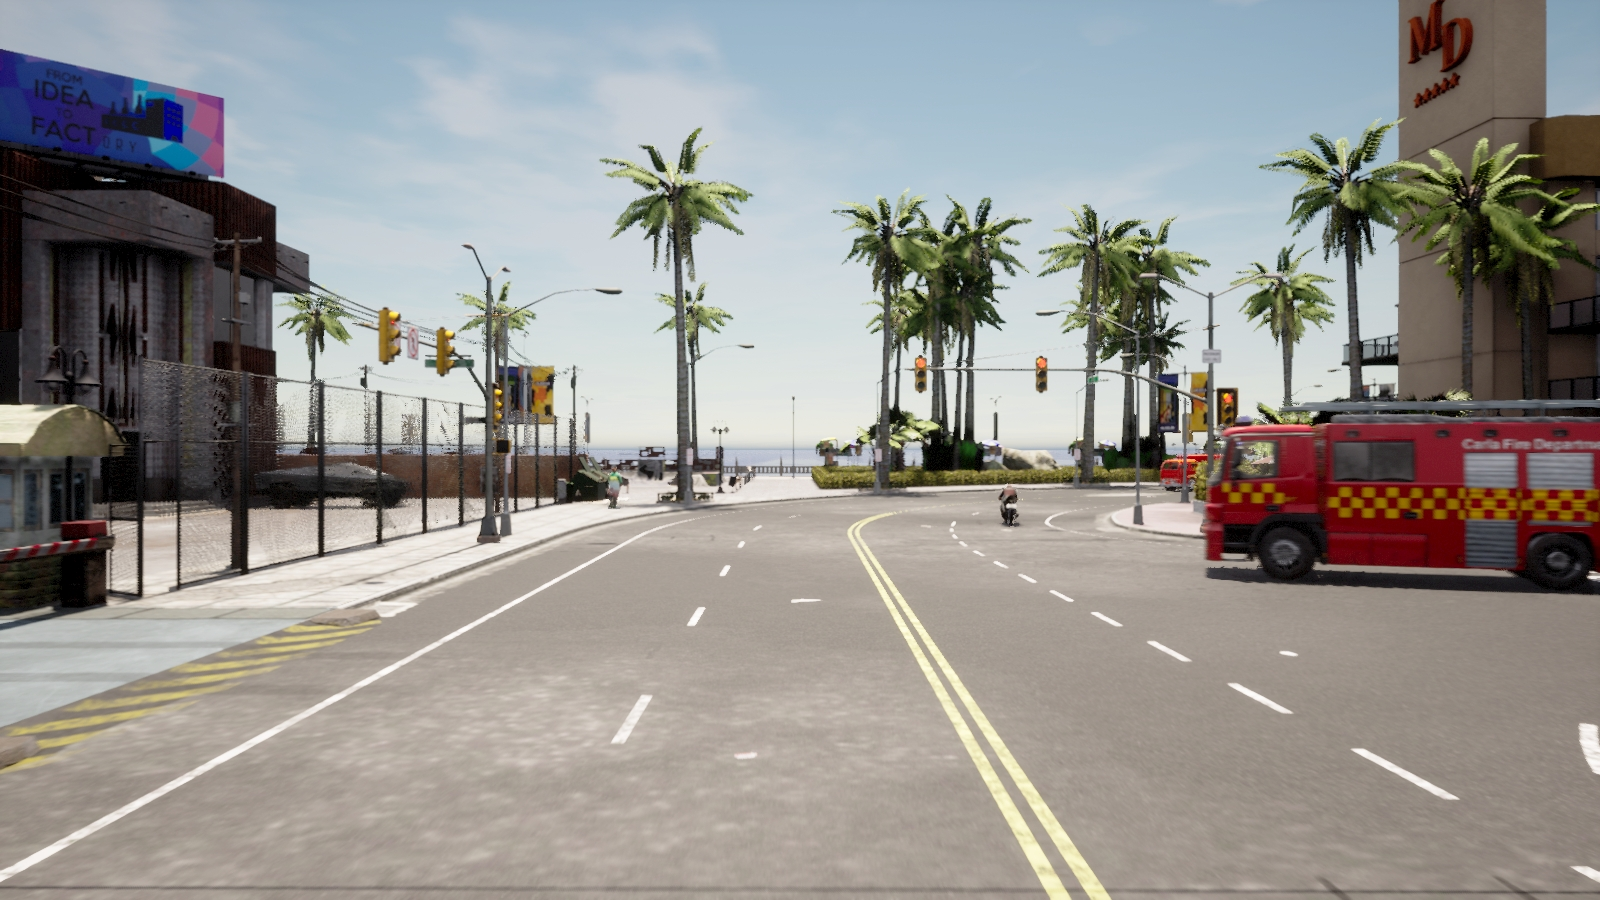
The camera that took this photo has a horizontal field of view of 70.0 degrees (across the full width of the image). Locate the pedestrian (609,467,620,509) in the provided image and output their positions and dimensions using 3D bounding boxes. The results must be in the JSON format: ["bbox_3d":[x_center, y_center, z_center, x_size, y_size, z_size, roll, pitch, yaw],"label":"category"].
[{"bbox_3d":[-8.338,1.696,51.342,0.375,1.860,0.375,0,0,6],"label":"pedestrian"}]

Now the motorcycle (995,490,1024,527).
[{"bbox_3d":[7.917,2.205,43.270,0.867,1.251,2.209,1,0,6],"label":"motorcycle"}]

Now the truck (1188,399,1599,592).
[{"bbox_3d":[13.039,0.891,25.139,8.468,3.827,2.891,0,0,20],"label":"truck"}]
